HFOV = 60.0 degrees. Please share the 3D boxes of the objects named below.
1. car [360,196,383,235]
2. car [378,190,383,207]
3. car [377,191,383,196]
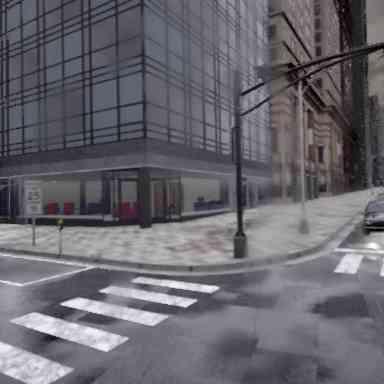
[{"bbox_3d":[9.197,1.138,15.946,2.033,1.411,5.357,-2,0,27],"label":"car"},{"bbox_3d":[19.892,0.610,33.479,1.837,1.490,4.892,-2,0,32],"label":"car"},{"bbox_3d":[14.475,0.855,24.592,1.837,1.490,4.892,-2,0,31],"label":"car"}]
